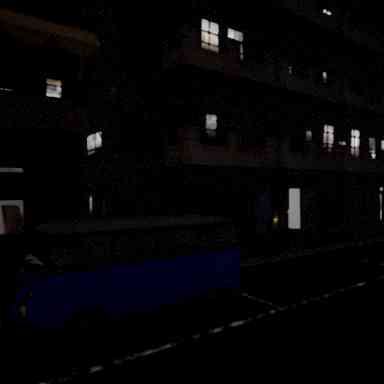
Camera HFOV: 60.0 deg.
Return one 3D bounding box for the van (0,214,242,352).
[{"bbox_3d":[-0.969,1.330,5.874,3.998,1.788,1.690,0,0,-35],"label":"van"}]
